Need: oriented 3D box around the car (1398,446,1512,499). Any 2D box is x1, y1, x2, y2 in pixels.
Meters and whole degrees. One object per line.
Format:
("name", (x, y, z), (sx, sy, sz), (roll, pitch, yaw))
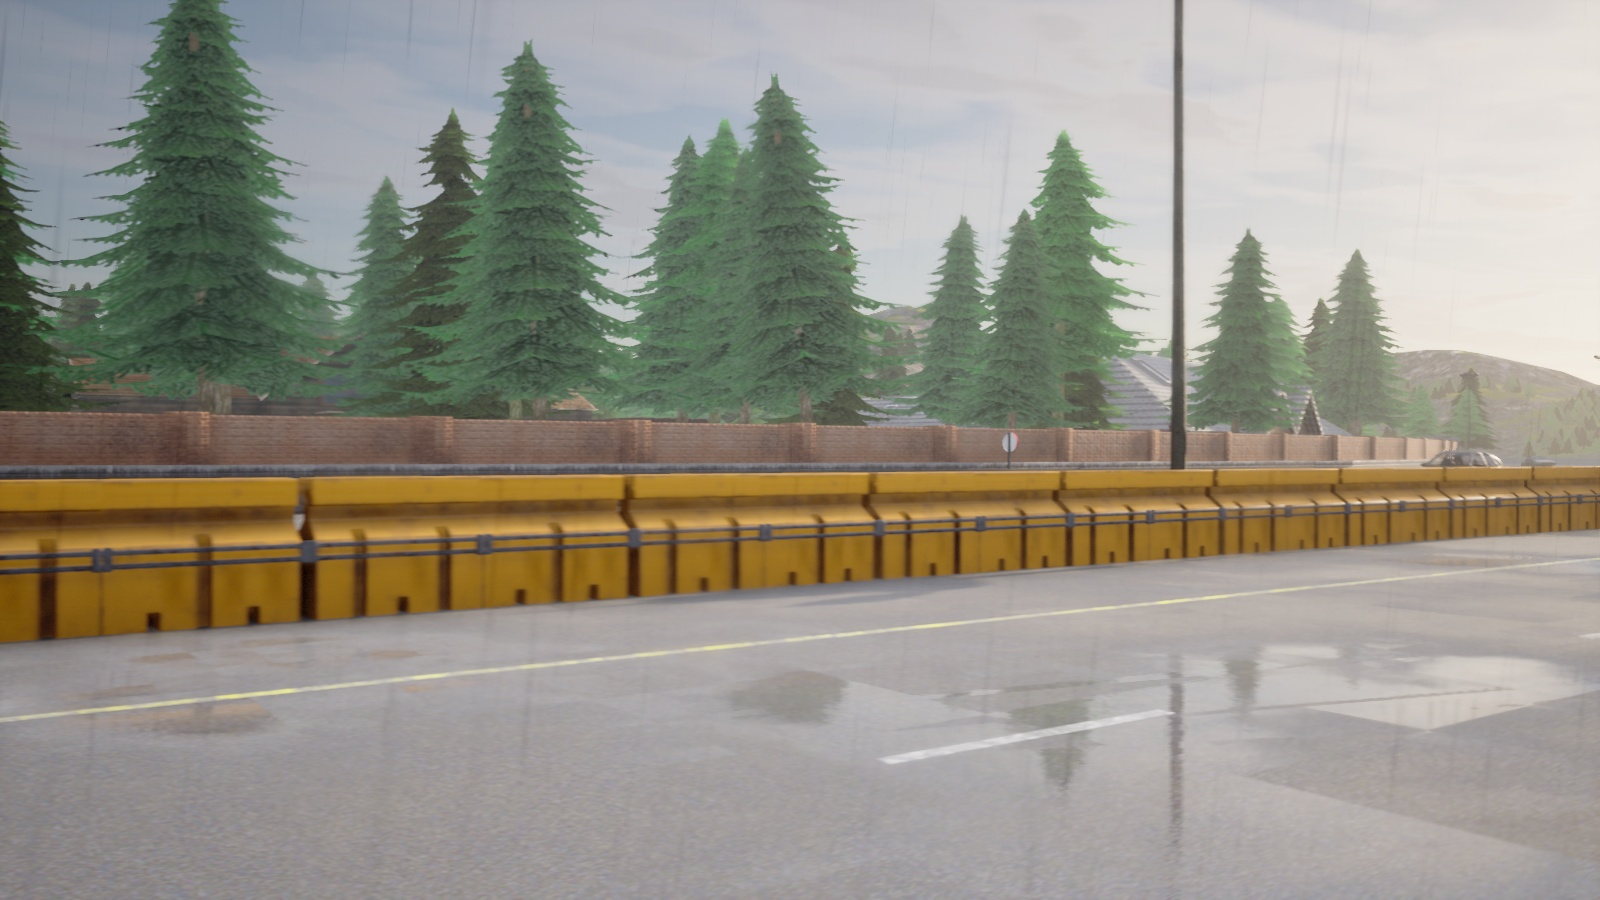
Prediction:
("car", (20.985, 0.697, 40.173), (3.988, 1.617, 1.851), (0, 0, -40))
